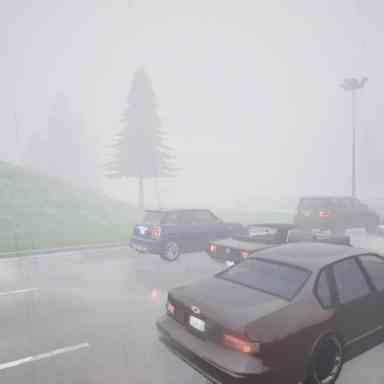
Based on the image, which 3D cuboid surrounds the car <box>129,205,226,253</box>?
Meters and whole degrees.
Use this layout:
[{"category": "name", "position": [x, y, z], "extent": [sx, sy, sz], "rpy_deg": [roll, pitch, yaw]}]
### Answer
[{"category": "car", "position": [0.058, 1.351, 12.379], "extent": [4.553, 1.767, 2.097], "rpy_deg": [0, 0, -36]}]

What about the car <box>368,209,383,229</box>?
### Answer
[{"category": "car", "position": [10.631, 1.546, 15.574], "extent": [5.357, 1.411, 2.033], "rpy_deg": [0, 0, -38]}]

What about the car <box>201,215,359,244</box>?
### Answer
[{"category": "car", "position": [2.799, 1.600, 10.036], "extent": [4.718, 1.301, 1.895], "rpy_deg": [0, 0, -35]}]

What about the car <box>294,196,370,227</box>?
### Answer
[{"category": "car", "position": [7.854, 1.220, 17.934], "extent": [5.566, 2.045, 2.150], "rpy_deg": [0, 0, -35]}]

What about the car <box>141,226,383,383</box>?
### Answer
[{"category": "car", "position": [2.100, 1.547, 5.244], "extent": [5.357, 1.411, 2.033], "rpy_deg": [0, 0, -35]}]
